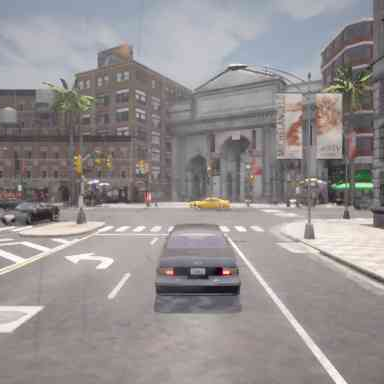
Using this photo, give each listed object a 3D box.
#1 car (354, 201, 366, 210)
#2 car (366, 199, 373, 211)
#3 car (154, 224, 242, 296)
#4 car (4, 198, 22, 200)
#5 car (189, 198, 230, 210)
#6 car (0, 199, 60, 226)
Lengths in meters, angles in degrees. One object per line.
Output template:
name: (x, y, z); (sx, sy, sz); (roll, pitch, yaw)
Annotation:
car: (22.293, 1.563, 41.017); (4.181, 1.385, 1.994); (0, 0, 0)
car: (22.719, 1.525, 37.518); (4.674, 1.442, 1.812); (0, 0, 1)
car: (0.114, 1.547, 8.800); (2.033, 1.411, 5.357); (0, 0, 0)
car: (-22.542, 1.504, 41.495); (4.892, 1.490, 1.837); (0, 0, 1)
car: (2.186, 1.477, 41.245); (5.008, 1.535, 1.882); (0, 0, 1)
car: (-11.286, 1.491, 23.492); (2.128, 1.511, 4.902); (0, 0, 8)
